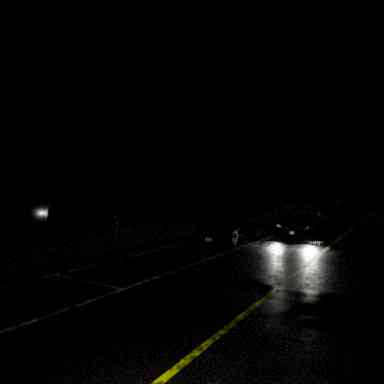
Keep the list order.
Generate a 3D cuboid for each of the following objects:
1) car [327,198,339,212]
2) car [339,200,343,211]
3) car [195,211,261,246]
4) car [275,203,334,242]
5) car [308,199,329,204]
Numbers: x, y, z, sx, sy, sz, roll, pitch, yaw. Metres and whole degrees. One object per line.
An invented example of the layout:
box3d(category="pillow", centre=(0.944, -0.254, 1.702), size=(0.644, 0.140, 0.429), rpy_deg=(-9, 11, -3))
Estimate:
box3d(category="car", centre=(13.448, 1.566, 34.164), size=(1.947, 1.339, 4.313), rpy_deg=(0, 0, 32))
box3d(category="car", centre=(16.359, 1.441, 38.861), size=(1.967, 1.590, 4.097), rpy_deg=(0, 0, 32))
box3d(category="car", centre=(1.807, 1.566, 15.379), size=(1.947, 1.339, 4.313), rpy_deg=(0, 0, 32))
box3d(category="car", centre=(5.635, 1.526, 16.683), size=(1.812, 1.442, 4.674), rpy_deg=(0, 0, 32))
box3d(category="car", centre=(10.538, 1.582, 29.468), size=(1.802, 1.307, 4.206), rpy_deg=(0, 0, 32))
